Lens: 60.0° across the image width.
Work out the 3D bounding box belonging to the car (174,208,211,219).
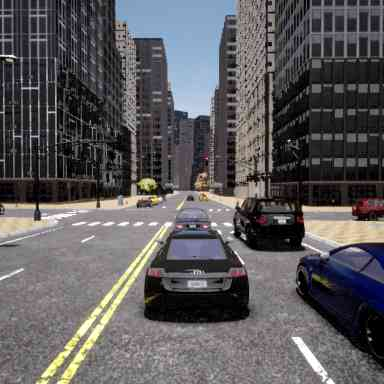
[{"bbox_3d":[0.021,1.538,16.994,2.033,1.411,5.357,0,0,0],"label":"car"}]

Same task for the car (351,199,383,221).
[{"bbox_3d":[16.072,1.520,27.913,5.009,1.841,2.192,1,0,1],"label":"car"}]

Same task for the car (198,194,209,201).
[{"bbox_3d":[2.883,1.396,78.641,1.882,1.535,5.008,0,0,0],"label":"car"}]

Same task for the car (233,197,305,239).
[{"bbox_3d":[3.305,1.213,15.224,2.150,2.045,5.566,0,0,-2],"label":"car"}]

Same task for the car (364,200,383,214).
[{"bbox_3d":[21.641,1.643,36.225,4.829,1.417,1.752,1,0,1],"label":"car"}]

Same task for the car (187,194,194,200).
[{"bbox_3d":[-0.418,1.387,89.461,1.882,1.535,5.008,0,0,0],"label":"car"}]

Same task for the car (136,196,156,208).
[{"bbox_3d":[-6.815,1.529,48.167,1.994,1.385,4.181,0,0,0],"label":"car"}]

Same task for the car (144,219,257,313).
[{"bbox_3d":[0.066,1.560,7.772,1.994,1.385,4.181,0,0,-1],"label":"car"}]

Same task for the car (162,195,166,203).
[{"bbox_3d":[-6.841,1.469,66.544,1.812,1.442,4.674,0,0,0],"label":"car"}]

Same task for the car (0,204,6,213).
[{"bbox_3d":[-19.947,1.345,30.927,4.892,1.490,1.837,1,1,1],"label":"car"}]

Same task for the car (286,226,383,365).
[{"bbox_3d":[3.333,1.561,5.803,1.994,1.385,4.181,0,0,-1],"label":"car"}]

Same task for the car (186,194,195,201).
[{"bbox_3d":[-0.371,1.426,79.402,1.837,1.490,4.892,0,0,0],"label":"car"}]

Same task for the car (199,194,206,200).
[{"bbox_3d":[2.834,1.242,89.058,1.837,1.490,4.892,0,0,0],"label":"car"}]

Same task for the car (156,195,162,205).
[{"bbox_3d":[-6.849,1.433,57.096,1.882,1.535,5.008,0,0,0],"label":"car"}]
